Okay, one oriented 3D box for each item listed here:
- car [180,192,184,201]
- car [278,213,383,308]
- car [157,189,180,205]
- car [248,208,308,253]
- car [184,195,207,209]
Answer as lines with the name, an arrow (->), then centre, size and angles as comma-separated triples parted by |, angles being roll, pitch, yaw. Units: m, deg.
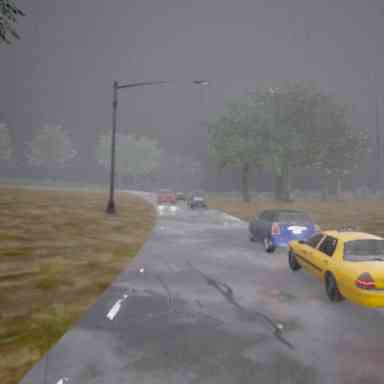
car -> -2.281, 0.761, 54.719 | 1.837, 1.490, 4.892 | 2, 2, -14
car -> 3.939, 1.643, 8.684 | 1.801, 1.575, 5.366 | 0, 1, 0
car -> -3.480, 0.657, 45.211 | 2.150, 2.045, 5.566 | 2, 1, -11
car -> 3.866, 1.506, 14.543 | 2.097, 1.767, 4.553 | 1, 0, -2
car -> 0.577, 1.238, 39.870 | 1.812, 1.442, 4.674 | 2, 1, -9
